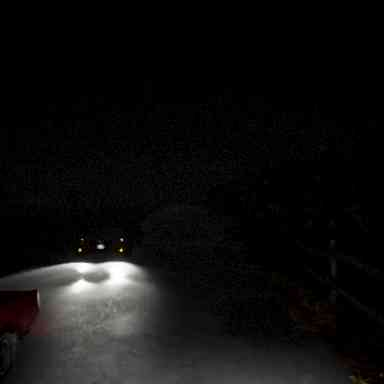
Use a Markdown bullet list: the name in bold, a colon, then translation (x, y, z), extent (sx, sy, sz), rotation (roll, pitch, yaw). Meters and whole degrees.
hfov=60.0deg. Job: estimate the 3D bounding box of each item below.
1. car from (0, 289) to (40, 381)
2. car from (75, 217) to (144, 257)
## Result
- **car**: translation (-3.192, 1.632, 2.721), extent (1.895, 1.301, 4.718), rotation (0, -1, 0)
- **car**: translation (-3.130, 1.709, 13.411), extent (1.994, 1.385, 4.181), rotation (0, -1, 0)
